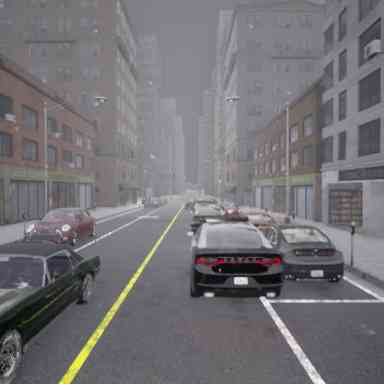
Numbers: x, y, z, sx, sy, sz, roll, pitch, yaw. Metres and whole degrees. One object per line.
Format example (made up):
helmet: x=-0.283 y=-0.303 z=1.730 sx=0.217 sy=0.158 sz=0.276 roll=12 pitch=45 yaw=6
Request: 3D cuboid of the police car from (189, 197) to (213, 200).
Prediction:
police car: x=0.917 y=1.465 z=24.715 sx=1.930 sy=1.638 sz=5.238 roll=0 pitch=0 yaw=0

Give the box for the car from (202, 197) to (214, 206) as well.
car: x=2.796 y=1.655 z=59.048 sx=1.887 sy=1.381 sz=4.507 roll=-1 pitch=0 yaw=0

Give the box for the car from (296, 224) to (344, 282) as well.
car: x=2.757 y=1.564 z=9.501 sx=2.008 sy=1.369 sz=4.403 roll=-1 pitch=0 yaw=0

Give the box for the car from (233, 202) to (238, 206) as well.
car: x=2.768 y=1.482 z=26.017 sx=1.967 sy=1.590 sz=4.097 roll=-1 pitch=0 yaw=0

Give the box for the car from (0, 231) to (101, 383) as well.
car: x=-2.998 y=1.608 z=5.360 sx=1.895 sy=1.301 sz=4.718 roll=0 pitch=0 yaw=0

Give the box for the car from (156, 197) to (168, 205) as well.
car: x=-5.725 y=1.668 z=64.560 sx=1.887 sy=1.381 sz=4.507 roll=-1 pitch=0 yaw=0

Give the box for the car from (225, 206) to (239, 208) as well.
car: x=2.762 y=1.567 z=15.006 sx=1.887 sy=1.381 sz=4.507 roll=-1 pitch=0 yaw=0

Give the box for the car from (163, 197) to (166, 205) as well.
car: x=-5.734 y=1.664 z=53.549 sx=1.947 sy=1.339 sz=4.313 roll=-1 pitch=0 yaw=0

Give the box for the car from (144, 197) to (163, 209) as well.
car: x=-5.739 y=1.526 z=48.044 sx=1.967 sy=1.590 sz=4.097 roll=-1 pitch=0 yaw=0

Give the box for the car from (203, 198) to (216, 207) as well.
car: x=2.791 y=1.643 z=53.542 sx=1.887 sy=1.381 sz=4.507 roll=-1 pitch=0 yaw=0

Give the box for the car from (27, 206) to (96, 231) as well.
car: x=-5.765 y=1.463 z=15.013 sx=1.967 sy=1.590 sz=4.097 roll=-1 pitch=0 yaw=0

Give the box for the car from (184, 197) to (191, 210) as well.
car: x=0.044 y=1.605 z=45.149 sx=1.812 sy=1.442 sz=4.674 roll=0 pitch=0 yaw=0

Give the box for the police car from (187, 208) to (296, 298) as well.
police car: x=0.904 y=1.438 z=8.714 sx=1.930 sy=1.638 sz=5.238 roll=0 pitch=0 yaw=0

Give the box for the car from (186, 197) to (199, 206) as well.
car: x=0.044 y=1.602 z=58.914 sx=2.128 sy=1.511 sz=4.902 roll=0 pitch=0 yaw=0

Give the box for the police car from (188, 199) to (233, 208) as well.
police car: x=0.908 y=1.454 z=18.715 sx=1.930 sy=1.638 sz=5.238 roll=0 pitch=0 yaw=0

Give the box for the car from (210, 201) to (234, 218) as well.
car: x=2.774 y=1.597 z=31.522 sx=1.887 sy=1.381 sz=4.507 roll=-1 pitch=0 yaw=0

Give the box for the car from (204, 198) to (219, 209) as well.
car: x=2.787 y=1.652 z=48.037 sx=1.947 sy=1.339 sz=4.313 roll=-1 pitch=0 yaw=0

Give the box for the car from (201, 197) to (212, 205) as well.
car: x=2.800 y=1.668 z=64.553 sx=1.887 sy=1.381 sz=4.507 roll=-1 pitch=0 yaw=0
